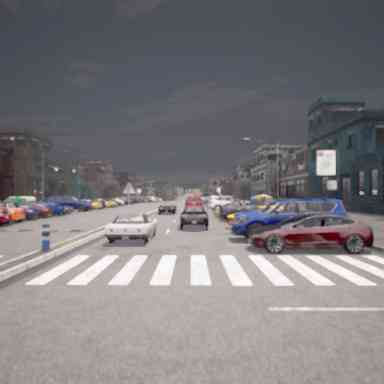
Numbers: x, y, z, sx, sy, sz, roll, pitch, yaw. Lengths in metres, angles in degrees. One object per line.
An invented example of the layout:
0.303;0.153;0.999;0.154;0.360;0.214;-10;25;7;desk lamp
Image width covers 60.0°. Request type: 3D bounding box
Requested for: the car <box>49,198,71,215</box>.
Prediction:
-15.468;1.704;33.877;5.008;1.535;2.097;0;0;0;car

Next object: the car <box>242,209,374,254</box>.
4.708;1.613;13.450;4.792;1.488;2.163;0;0;0;car

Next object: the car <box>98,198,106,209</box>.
-15.640;1.789;47.661;5.366;1.575;1.946;0;0;0;car

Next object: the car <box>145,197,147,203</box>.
-15.322;2.237;89.022;5.008;1.535;2.097;0;-1;0;car

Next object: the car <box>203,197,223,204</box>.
5.025;2.024;80.258;4.553;1.767;2.185;0;-1;0;car

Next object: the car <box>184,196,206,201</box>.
0.243;1.506;41.125;2.150;2.045;5.566;0;0;0;car

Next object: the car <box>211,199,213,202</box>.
4.789;1.760;35.677;4.792;1.488;2.163;0;0;0;car

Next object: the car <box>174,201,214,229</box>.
0.153;1.653;22.813;2.128;1.511;4.902;0;0;0;car

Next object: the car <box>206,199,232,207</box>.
4.948;1.977;60.812;4.674;1.452;2.002;0;-1;0;car

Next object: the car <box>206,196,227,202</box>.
4.891;1.539;44.017;5.566;2.045;2.435;0;0;0;car

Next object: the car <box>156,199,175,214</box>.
-2.782;1.864;38.784;1.895;1.301;4.718;0;0;0;car

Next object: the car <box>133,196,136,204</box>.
-15.377;2.029;72.480;5.008;1.535;2.097;0;-1;0;car

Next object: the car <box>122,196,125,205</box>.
-15.390;1.941;61.450;4.792;1.488;2.163;0;-1;0;car

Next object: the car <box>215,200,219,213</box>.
4.818;1.724;30.120;4.792;1.488;2.163;0;0;0;car

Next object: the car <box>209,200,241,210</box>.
4.889;1.876;49.697;4.674;1.452;2.002;0;-1;0;car

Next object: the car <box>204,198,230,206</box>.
4.973;1.992;66.245;5.008;1.535;2.097;0;-1;0;car

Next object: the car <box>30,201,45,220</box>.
-15.479;1.715;28.231;4.674;1.452;2.002;0;0;0;car

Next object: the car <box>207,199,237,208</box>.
4.928;1.886;55.254;4.892;1.521;2.231;0;-1;0;car

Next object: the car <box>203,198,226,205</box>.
5.029;2.084;74.707;5.008;1.535;2.097;0;-1;0;car

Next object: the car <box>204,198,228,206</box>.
5.023;2.052;69.149;4.792;1.488;2.163;0;-1;0;car

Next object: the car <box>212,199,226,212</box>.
4.989;1.709;32.897;5.366;1.575;1.946;0;0;0;car

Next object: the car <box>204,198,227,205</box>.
5.002;2.054;71.927;4.892;1.521;2.231;0;-1;0;car

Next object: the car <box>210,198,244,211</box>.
4.909;1.687;46.829;4.553;1.767;2.185;0;0;0;car

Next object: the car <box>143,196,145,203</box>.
-15.368;2.076;86.266;4.553;1.767;2.185;0;-1;0;car

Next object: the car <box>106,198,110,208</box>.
-15.480;1.843;50.419;4.792;1.488;2.163;0;0;0;car

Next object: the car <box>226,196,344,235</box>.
4.715;1.351;16.233;5.566;2.045;2.435;0;0;0;car

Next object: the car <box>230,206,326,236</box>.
4.743;1.622;19.010;4.892;1.521;2.231;0;0;0;car

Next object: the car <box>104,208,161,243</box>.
-2.865;1.717;16.642;1.895;1.301;4.718;0;0;0;car

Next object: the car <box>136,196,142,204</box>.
-15.392;1.845;77.997;5.566;2.045;2.435;0;-1;0;car

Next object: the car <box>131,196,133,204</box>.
-15.361;1.873;69.724;4.553;1.767;2.185;0;-1;0;car

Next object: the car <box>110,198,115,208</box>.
-15.632;1.832;53.175;5.366;1.575;1.946;0;0;0;car

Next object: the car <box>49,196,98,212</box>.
-15.433;1.502;42.150;5.566;2.045;2.435;0;0;0;car

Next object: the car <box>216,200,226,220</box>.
4.780;1.677;27.465;5.008;1.535;2.097;0;0;0;car

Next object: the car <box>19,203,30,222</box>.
-15.454;1.537;25.605;4.553;1.767;2.185;0;0;0;car

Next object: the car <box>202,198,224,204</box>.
5.252;2.178;82.917;5.366;1.575;1.946;0;-1;0;car

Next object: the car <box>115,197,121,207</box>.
-15.253;1.858;55.937;5.366;1.575;1.946;0;-1;0;car

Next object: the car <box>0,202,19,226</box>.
-15.460;1.396;22.848;5.566;2.045;2.435;0;0;0;car

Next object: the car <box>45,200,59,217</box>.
-15.475;1.730;31.120;4.674;1.452;2.002;0;0;0;car

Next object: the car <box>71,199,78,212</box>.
-15.472;1.759;36.634;4.674;1.452;2.002;0;0;0;car

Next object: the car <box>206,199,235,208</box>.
4.965;1.940;58.033;4.792;1.488;2.163;0;-1;0;car

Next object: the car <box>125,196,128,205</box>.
-15.408;1.979;64.172;4.674;1.452;2.002;0;-1;0;car

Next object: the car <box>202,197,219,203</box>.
5.080;2.163;91.379;4.553;1.767;2.185;0;-1;0;car
